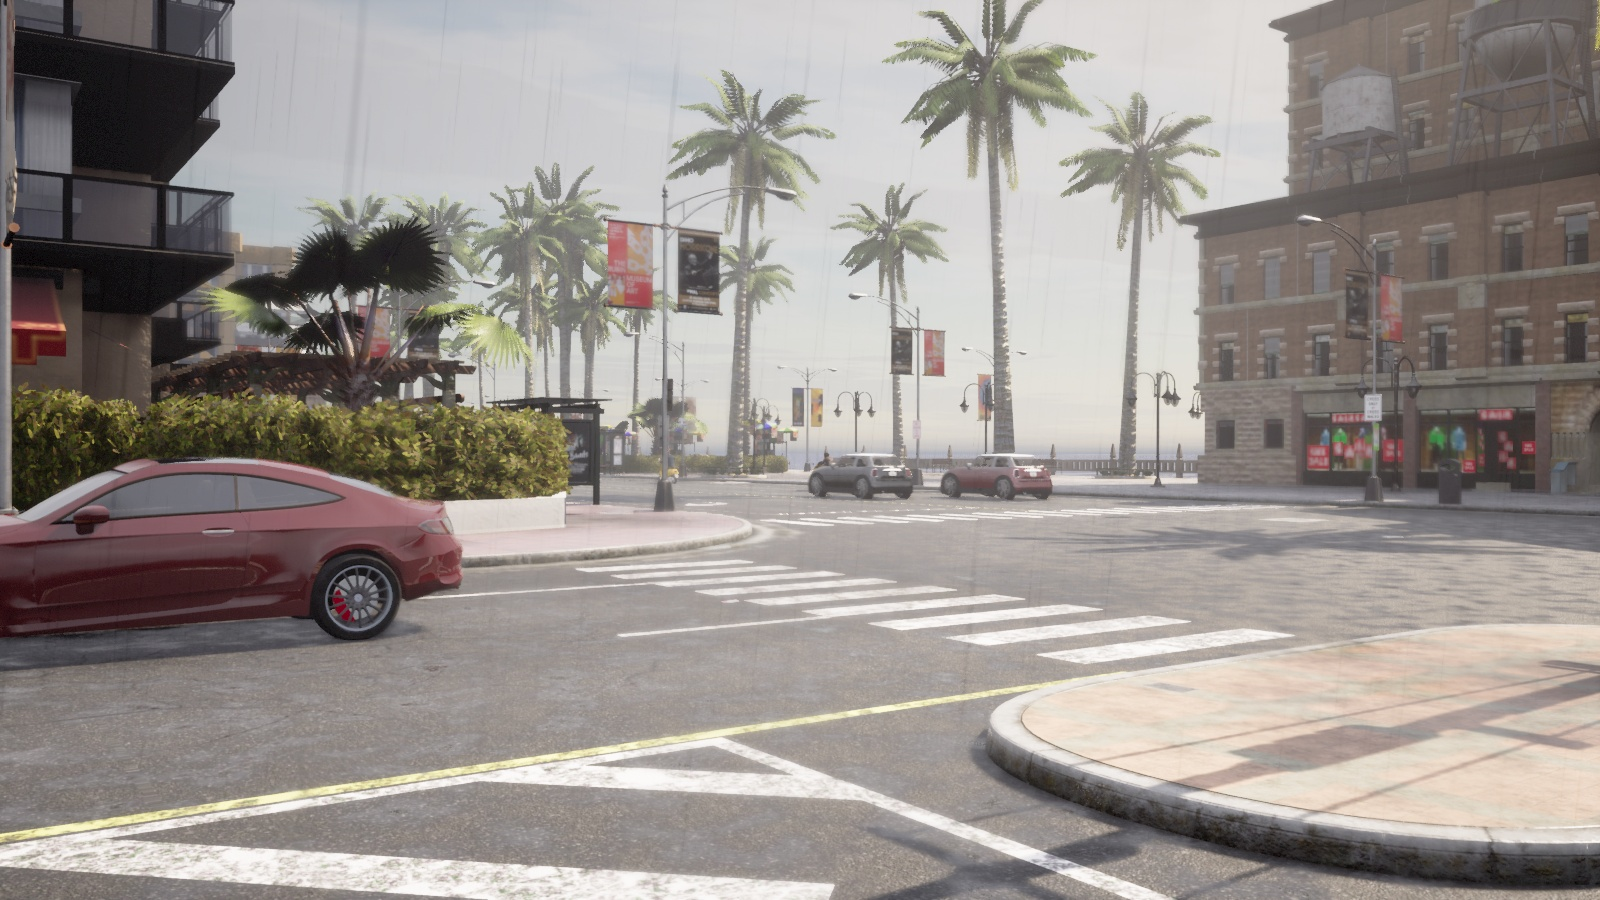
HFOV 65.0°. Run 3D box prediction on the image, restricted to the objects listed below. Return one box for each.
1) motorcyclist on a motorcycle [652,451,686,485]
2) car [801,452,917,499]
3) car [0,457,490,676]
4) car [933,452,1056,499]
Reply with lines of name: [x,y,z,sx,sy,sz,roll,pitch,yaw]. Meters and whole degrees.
motorcyclist on a motorcycle: [-6.327,0.859,60.378,0.866,1.590,1.817,0,0,-34]
car: [1.937,0.809,41.979,1.970,1.475,3.806,0,0,-34]
car: [-5.025,0.806,9.874,4.674,1.442,1.812,0,0,-35]
car: [6.406,0.798,41.643,1.970,1.475,3.806,0,0,-34]
